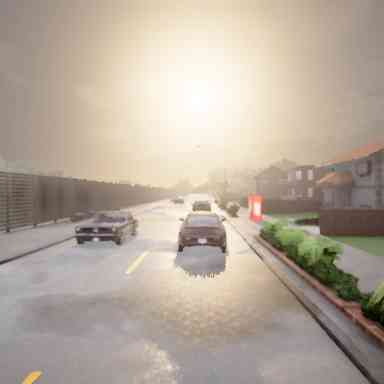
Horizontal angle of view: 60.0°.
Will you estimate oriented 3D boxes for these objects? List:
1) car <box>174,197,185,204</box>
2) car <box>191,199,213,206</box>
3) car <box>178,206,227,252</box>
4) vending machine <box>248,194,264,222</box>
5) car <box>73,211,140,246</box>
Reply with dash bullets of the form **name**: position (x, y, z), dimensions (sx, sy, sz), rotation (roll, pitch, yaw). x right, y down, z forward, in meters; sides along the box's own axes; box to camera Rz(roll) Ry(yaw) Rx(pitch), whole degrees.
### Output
- **car**: position (-2.385, 1.576, 62.099), dimensions (1.895, 1.301, 4.718), rotation (0, 0, 2)
- **car**: position (0.935, 1.508, 32.689), dimensions (1.837, 1.490, 4.892), rotation (0, 0, 2)
- **car**: position (0.430, 1.527, 13.846), dimensions (1.812, 1.442, 4.674), rotation (0, 0, 2)
- **vending machine**: position (4.959, 1.230, 25.927), dimensions (1.100, 2.100, 0.880), rotation (0, 0, 2)
- **car**: position (-3.730, 1.571, 15.273), dimensions (1.895, 1.301, 4.718), rotation (0, 0, 2)
